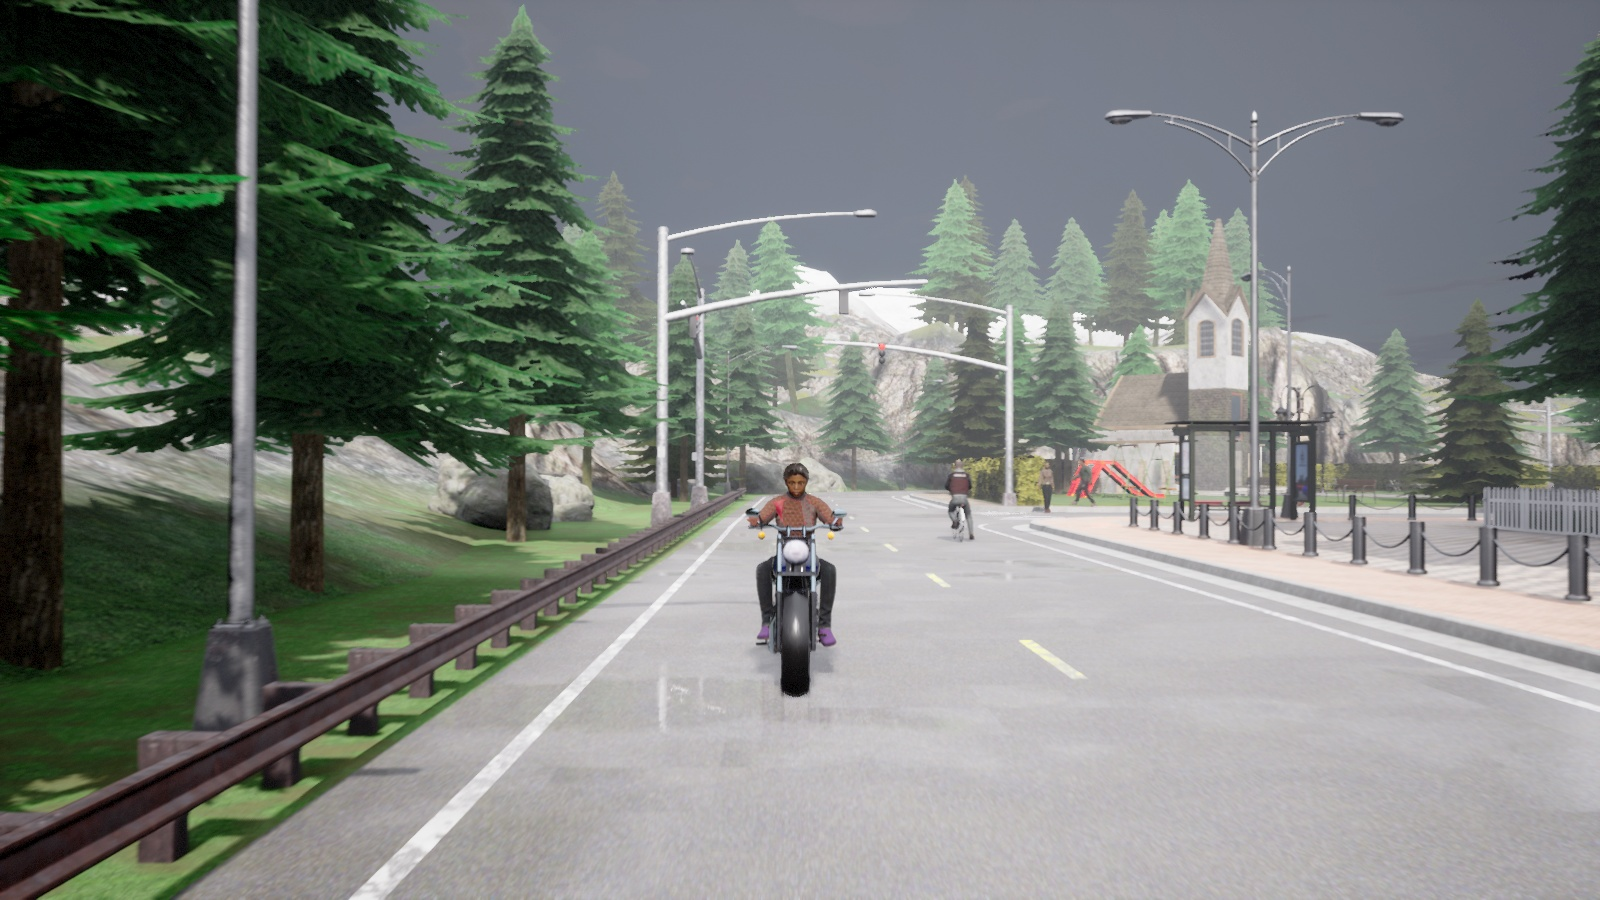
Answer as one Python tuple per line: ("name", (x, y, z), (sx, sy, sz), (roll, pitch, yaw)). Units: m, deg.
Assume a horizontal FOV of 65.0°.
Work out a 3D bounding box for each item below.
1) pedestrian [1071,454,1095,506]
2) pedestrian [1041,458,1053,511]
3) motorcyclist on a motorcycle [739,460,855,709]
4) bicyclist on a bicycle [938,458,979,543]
("pedestrian", (10.626, 1.118, 47.213), (0.788, 1.949, 0.423), (0, -1, -4))
("pedestrian", (8.718, 1.218, 44.342), (0.331, 1.846, 0.634), (0, -1, 5))
("motorcyclist on a motorcycle", (-0.023, 0.904, 9.517), (0.766, 1.649, 2.350), (0, -1, 0))
("bicyclist on a bicycle", (3.434, 1.076, 27.347), (0.659, 1.776, 1.843), (0, -1, 0))
